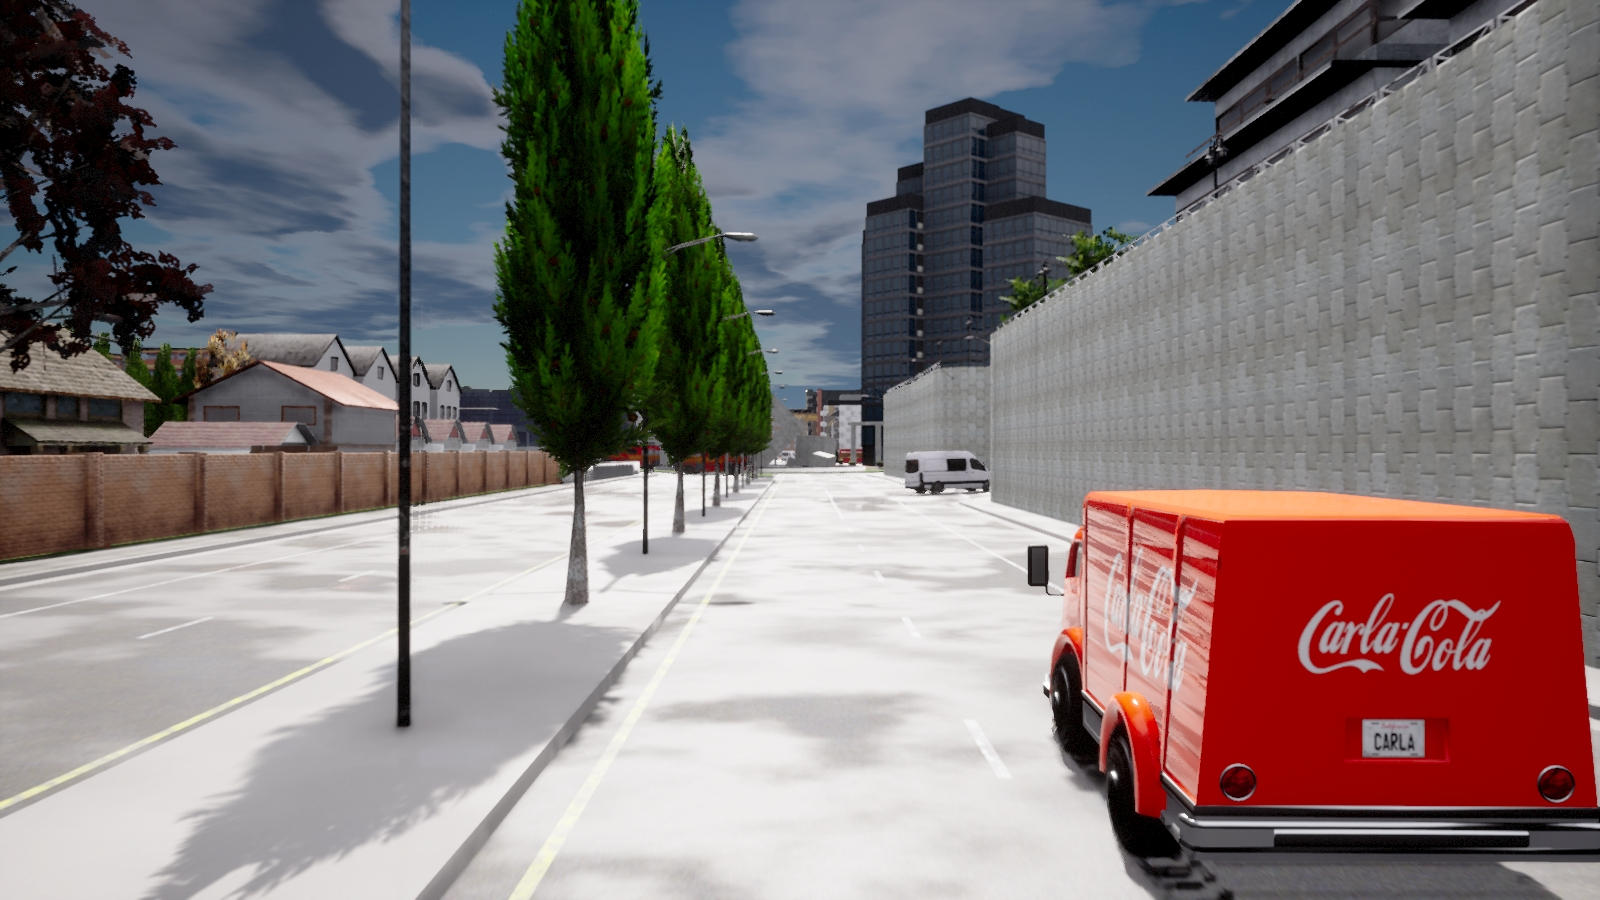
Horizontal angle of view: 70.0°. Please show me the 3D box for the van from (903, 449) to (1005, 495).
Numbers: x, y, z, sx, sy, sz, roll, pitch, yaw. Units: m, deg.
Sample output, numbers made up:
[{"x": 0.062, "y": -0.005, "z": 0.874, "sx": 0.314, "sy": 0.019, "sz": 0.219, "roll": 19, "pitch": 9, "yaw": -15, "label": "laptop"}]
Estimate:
[{"x": 9.358, "y": 1.335, "z": 69.509, "sx": 5.915, "sy": 2.561, "sz": 1.988, "roll": -2, "pitch": -2, "yaw": -25, "label": "van"}]

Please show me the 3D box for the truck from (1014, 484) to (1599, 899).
[{"x": 3.482, "y": 1.570, "z": 9.136, "sx": 2.627, "sy": 2.467, "sz": 5.204, "roll": 0, "pitch": 0, "yaw": 1, "label": "truck"}]
